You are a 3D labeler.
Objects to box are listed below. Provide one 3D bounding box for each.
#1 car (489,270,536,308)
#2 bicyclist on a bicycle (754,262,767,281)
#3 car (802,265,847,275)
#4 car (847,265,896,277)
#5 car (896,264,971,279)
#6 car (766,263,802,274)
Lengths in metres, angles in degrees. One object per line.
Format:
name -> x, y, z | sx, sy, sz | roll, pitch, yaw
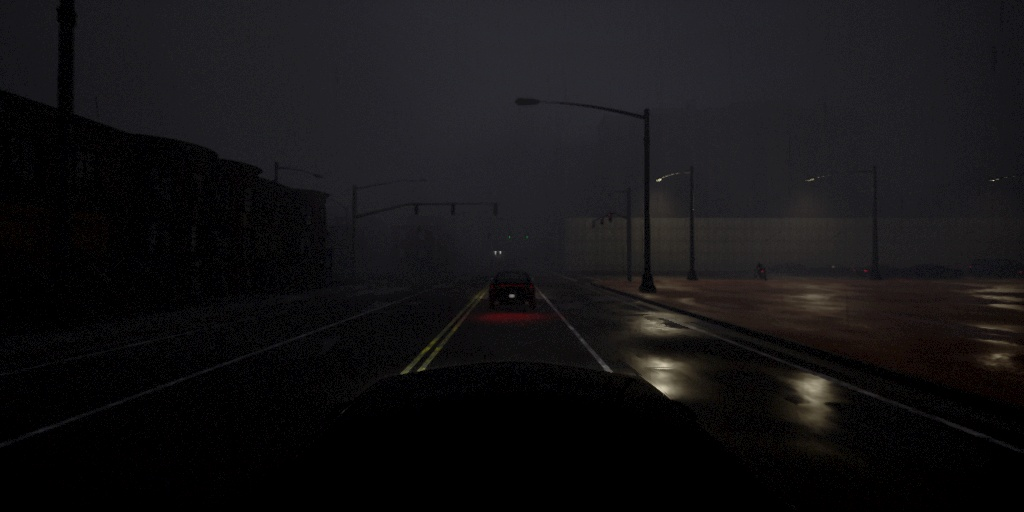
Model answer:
car -> 0.020, 1.380, 16.092 | 1.882, 1.535, 5.008 | 0, 0, 0
bicyclist on a bicycle -> 21.757, 1.365, 31.434 | 0.582, 1.620, 1.656 | 0, -1, 0
car -> 42.185, 1.837, 47.812 | 4.718, 1.301, 1.895 | 0, -1, 1
car -> 41.999, 1.709, 40.745 | 5.357, 1.411, 2.033 | 0, -1, 1
car -> 43.690, 1.601, 37.222 | 5.008, 1.535, 1.882 | 0, -1, 1
car -> 39.179, 1.779, 51.319 | 4.892, 1.490, 1.837 | 0, -1, 1
